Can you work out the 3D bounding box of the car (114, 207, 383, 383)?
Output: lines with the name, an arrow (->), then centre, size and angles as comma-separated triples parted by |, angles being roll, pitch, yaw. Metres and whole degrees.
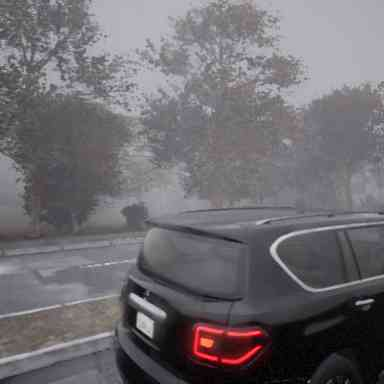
car -> 1.791, 1.216, 4.391 | 5.566, 2.045, 2.150 | 0, 0, -35
